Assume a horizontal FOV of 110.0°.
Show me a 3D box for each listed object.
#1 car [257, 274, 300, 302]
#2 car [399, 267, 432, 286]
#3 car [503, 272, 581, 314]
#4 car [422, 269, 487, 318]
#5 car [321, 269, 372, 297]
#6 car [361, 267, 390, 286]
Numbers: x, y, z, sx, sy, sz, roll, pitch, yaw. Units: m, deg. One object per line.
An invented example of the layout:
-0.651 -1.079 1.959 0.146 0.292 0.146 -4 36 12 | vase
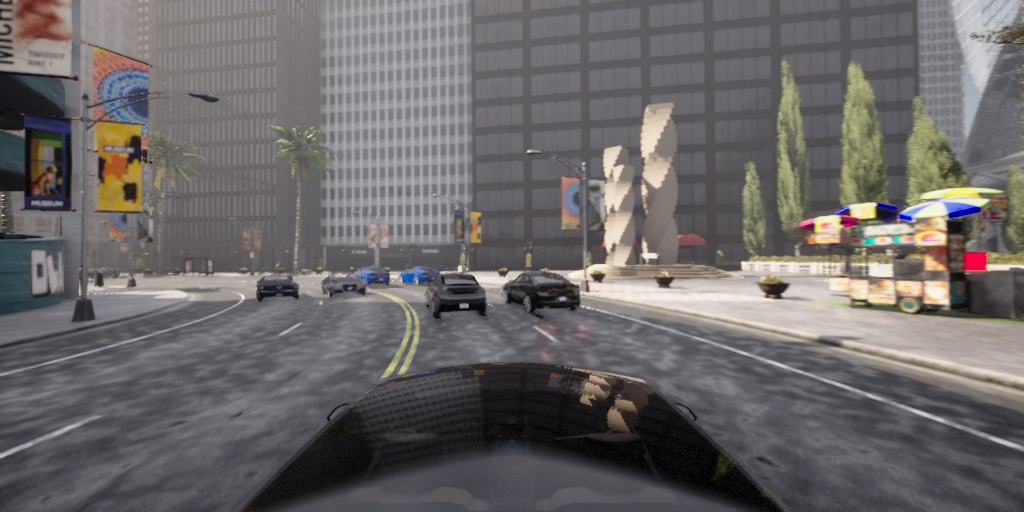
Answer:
-12.995 1.697 19.913 1.895 1.301 4.718 0 -1 -35 | car
-7.882 1.665 30.382 1.882 1.535 5.008 0 -1 -41 | car
1.043 1.389 14.987 1.882 1.535 5.008 0 -1 -17 | car
-2.316 1.434 14.088 1.837 1.490 4.892 0 -1 -18 | car
-10.308 1.663 21.907 1.994 1.385 4.181 0 -1 -36 | car
-11.831 1.688 29.559 1.882 1.535 5.008 1 -1 -43 | car
